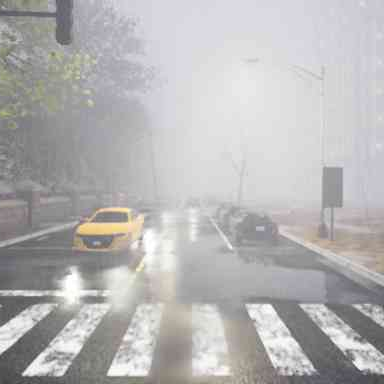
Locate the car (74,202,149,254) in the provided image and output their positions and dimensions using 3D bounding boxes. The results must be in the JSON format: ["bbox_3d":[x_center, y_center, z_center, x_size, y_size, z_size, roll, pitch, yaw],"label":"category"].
[{"bbox_3d":[-3.092,1.379,13.329,1.882,1.535,5.008,0,0,0],"label":"car"}]

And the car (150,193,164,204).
[{"bbox_3d":[-5.690,1.062,54.584,1.967,1.590,4.097,0,0,0],"label":"car"}]

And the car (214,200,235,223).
[{"bbox_3d":[2.690,1.414,20.792,1.947,1.339,4.313,0,0,0],"label":"car"}]

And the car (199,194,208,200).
[{"bbox_3d":[2.689,1.065,77.114,1.802,1.307,4.206,0,0,0],"label":"car"}]

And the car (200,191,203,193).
[{"bbox_3d":[2.690,1.062,54.584,1.967,1.590,4.097,0,0,0],"label":"car"}]

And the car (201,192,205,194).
[{"bbox_3d":[2.690,1.097,48.953,1.967,1.590,4.097,0,0,0],"label":"car"}]

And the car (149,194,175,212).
[{"bbox_3d":[-3.065,1.238,35.329,2.128,1.511,4.902,0,0,0],"label":"car"}]

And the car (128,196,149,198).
[{"bbox_3d":[-5.690,1.209,32.056,1.967,1.590,4.097,0,0,0],"label":"car"}]

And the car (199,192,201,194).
[{"bbox_3d":[-0.003,1.175,53.696,2.033,1.411,5.357,0,0,0],"label":"car"}]

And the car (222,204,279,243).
[{"bbox_3d":[2.690,1.454,15.159,1.947,1.339,4.313,0,0,0],"label":"car"}]

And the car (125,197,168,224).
[{"bbox_3d":[-3.088,1.322,23.201,2.128,1.511,4.902,0,0,0],"label":"car"}]

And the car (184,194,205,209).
[{"bbox_3d":[0.105,1.265,39.736,2.033,1.411,5.357,0,0,-1],"label":"car"}]

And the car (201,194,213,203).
[{"bbox_3d":[2.689,1.137,60.217,2.008,1.369,4.403,0,0,0],"label":"car"}]

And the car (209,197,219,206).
[{"bbox_3d":[2.690,1.374,26.424,1.947,1.339,4.313,0,0,0],"label":"car"}]

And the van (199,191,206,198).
[{"bbox_3d":[2.688,0.759,88.378,1.690,1.788,3.998,0,0,0],"label":"van"}]

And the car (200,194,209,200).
[{"bbox_3d":[2.689,1.098,71.482,1.802,1.307,4.206,0,0,0],"label":"car"}]

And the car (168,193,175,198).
[{"bbox_3d":[-5.693,0.914,93.840,1.752,1.417,4.829,0,0,0],"label":"car"}]

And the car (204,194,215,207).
[{"bbox_3d":[2.690,1.238,43.322,1.887,1.381,4.507,0,0,0],"label":"car"}]

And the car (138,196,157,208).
[{"bbox_3d":[-5.690,1.220,43.151,1.752,1.417,4.829,0,0,0],"label":"car"}]

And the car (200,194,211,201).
[{"bbox_3d":[2.689,1.101,65.849,2.008,1.369,4.403,0,0,0],"label":"car"}]
